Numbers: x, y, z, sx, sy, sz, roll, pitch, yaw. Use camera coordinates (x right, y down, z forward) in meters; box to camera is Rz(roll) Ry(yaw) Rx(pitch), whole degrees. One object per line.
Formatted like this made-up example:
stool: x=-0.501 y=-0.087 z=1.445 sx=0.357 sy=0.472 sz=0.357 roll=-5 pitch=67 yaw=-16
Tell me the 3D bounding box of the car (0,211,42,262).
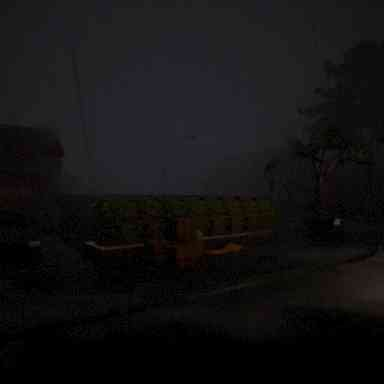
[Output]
car: x=-6.284 y=1.355 z=10.915 sx=2.033 sy=1.415 sz=5.357 roll=0 pitch=0 yaw=-33
